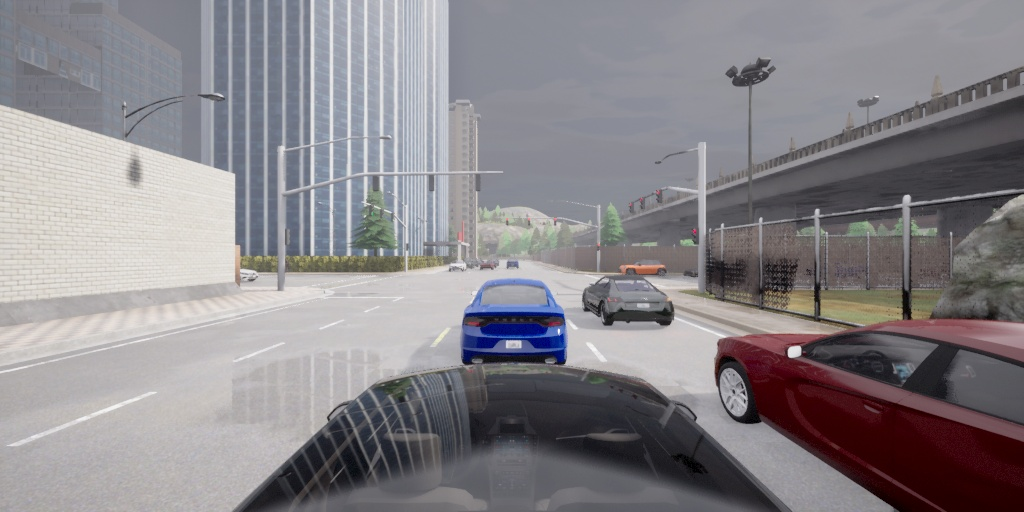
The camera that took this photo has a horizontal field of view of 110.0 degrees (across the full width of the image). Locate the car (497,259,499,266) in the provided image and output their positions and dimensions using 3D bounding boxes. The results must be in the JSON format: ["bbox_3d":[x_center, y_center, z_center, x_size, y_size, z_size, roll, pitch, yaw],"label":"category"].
[{"bbox_3d":[-3.583,1.351,61.077,1.895,1.301,4.718,0,0,0],"label":"car"}]

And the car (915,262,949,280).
[{"bbox_3d":[39.070,1.283,32.033,5.008,1.535,1.882,0,0,0],"label":"car"}]

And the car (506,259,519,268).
[{"bbox_3d":[0.108,1.227,60.147,1.882,1.535,5.008,0,0,0],"label":"car"}]

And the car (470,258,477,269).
[{"bbox_3d":[-7.094,1.102,56.154,2.097,1.767,4.553,0,0,0],"label":"car"}]

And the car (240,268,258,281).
[{"bbox_3d":[-22.642,1.331,28.232,4.674,1.442,1.812,0,0,0],"label":"car"}]

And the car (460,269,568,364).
[{"bbox_3d":[0.052,1.228,8.069,1.882,1.535,5.008,0,0,1],"label":"car"}]

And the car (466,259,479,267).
[{"bbox_3d":[-7.069,1.314,64.795,1.994,1.385,4.181,0,0,-1],"label":"car"}]

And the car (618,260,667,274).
[{"bbox_3d":[12.802,1.156,35.492,4.553,1.767,2.097,0,0,0],"label":"car"}]

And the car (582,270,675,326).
[{"bbox_3d":[3.573,1.314,11.730,1.994,1.385,4.181,0,0,0],"label":"car"}]

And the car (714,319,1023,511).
[{"bbox_3d":[3.601,1.228,2.736,1.882,1.535,5.008,0,0,0],"label":"car"}]

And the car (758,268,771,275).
[{"bbox_3d":[22.715,1.406,35.514,4.718,1.301,1.895,0,0,0],"label":"car"}]

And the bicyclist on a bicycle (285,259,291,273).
[{"bbox_3d":[-25.307,1.106,40.188,0.582,1.620,1.656,0,0,0],"label":"bicyclist on a bicycle"}]

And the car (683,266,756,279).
[{"bbox_3d":[18.288,1.353,32.004,5.357,1.411,2.033,0,0,0],"label":"car"}]

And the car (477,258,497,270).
[{"bbox_3d":[-3.593,1.351,51.913,1.895,1.301,4.718,0,0,0],"label":"car"}]

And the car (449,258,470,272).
[{"bbox_3d":[-7.099,1.276,47.289,1.812,1.442,4.674,0,0,0],"label":"car"}]

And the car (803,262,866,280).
[{"bbox_3d":[28.772,1.283,32.025,5.008,1.535,1.882,0,0,0],"label":"car"}]
